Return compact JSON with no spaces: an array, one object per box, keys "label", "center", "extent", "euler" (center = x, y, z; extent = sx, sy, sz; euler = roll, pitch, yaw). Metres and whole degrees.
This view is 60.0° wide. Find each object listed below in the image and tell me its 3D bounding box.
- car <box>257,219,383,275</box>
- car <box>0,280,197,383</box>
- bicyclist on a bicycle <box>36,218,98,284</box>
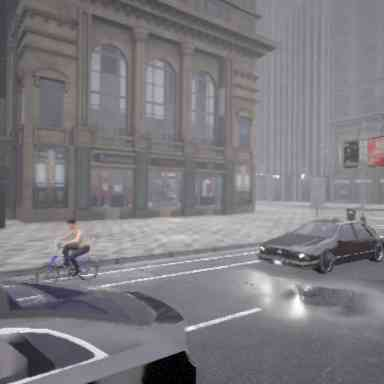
[{"label":"car","center":[4.598,1.632,10.963],"extent":[5.357,1.411,2.033],"euler":[1,0,-35]},{"label":"car","center":[-2.225,1.485,2.099],"extent":[4.902,1.511,2.128],"euler":[1,0,-36]},{"label":"bicyclist on a bicycle","center":[-3.031,1.456,8.176],"extent":[1.509,1.612,0.866],"euler":[1,-1,-35]}]
